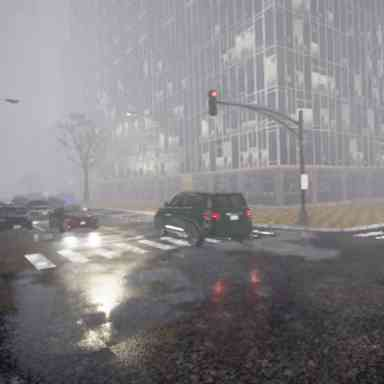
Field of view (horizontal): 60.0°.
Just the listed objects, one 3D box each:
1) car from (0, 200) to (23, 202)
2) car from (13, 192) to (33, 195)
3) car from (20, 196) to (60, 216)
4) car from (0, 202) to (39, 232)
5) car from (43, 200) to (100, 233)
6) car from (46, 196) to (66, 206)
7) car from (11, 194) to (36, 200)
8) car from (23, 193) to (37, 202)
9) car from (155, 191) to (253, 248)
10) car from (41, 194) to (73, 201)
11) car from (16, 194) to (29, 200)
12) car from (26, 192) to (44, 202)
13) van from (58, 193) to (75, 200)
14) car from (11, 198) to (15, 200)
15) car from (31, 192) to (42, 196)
[{"bbox_3d":[-13.909,1.523,24.553,1.802,1.307,4.206,-2,1,-34],"label":"car"},{"bbox_3d":[-29.297,1.206,57.526,1.837,1.490,4.892,-2,1,-34],"label":"car"},{"bbox_3d":[-12.527,1.372,27.297,1.812,1.442,4.674,-2,1,-34],"label":"car"},{"bbox_3d":[-10.718,1.511,19.847,1.947,1.339,4.313,-2,1,-34],"label":"car"},{"bbox_3d":[-6.771,1.417,18.872,1.994,1.385,4.181,-2,1,-34],"label":"car"},{"bbox_3d":[-19.721,1.209,48.112,1.802,1.307,4.206,-2,1,-34],"label":"car"},{"bbox_3d":[-18.371,1.343,35.879,1.837,1.490,4.892,-2,1,-34],"label":"car"},{"bbox_3d":[-32.547,1.042,66.884,1.967,1.590,4.097,-2,1,-34],"label":"car"},{"bbox_3d":[0.255,0.974,13.996,2.150,2.045,5.566,-1,1,-27],"label":"car"},{"bbox_3d":[-14.933,1.254,36.494,1.812,1.442,4.674,-2,1,-34],"label":"car"},{"bbox_3d":[-38.955,1.139,76.273,2.008,1.369,4.403,-2,1,-34],"label":"car"},{"bbox_3d":[-29.344,0.923,62.189,2.192,1.841,5.009,-2,1,-34],"label":"car"},{"bbox_3d":[-16.521,0.974,43.414,1.690,1.788,3.998,-2,1,-34],"label":"van"},{"bbox_3d":[-17.067,1.500,29.279,1.947,1.339,4.313,-2,1,-34],"label":"car"},{"bbox_3d":[-26.132,1.197,57.500,1.802,1.307,4.206,-2,1,-34],"label":"car"}]
